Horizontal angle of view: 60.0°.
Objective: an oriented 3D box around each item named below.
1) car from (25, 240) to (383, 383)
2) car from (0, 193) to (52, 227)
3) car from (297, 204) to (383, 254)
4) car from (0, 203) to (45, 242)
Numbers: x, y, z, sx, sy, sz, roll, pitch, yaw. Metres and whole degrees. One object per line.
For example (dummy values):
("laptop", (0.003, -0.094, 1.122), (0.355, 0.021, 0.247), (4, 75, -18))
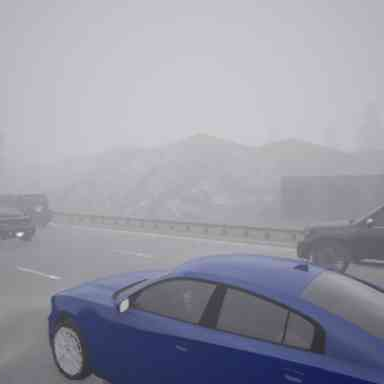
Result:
("car", (0.391, 1.465, 3.719), (5.008, 1.535, 1.882), (1, 0, 35))
("car", (-10.753, 1.068, 20.096), (5.566, 2.045, 2.150), (1, 0, 35))
("car", (5.655, 1.222, 8.564), (5.566, 2.045, 2.150), (1, 0, 35))
("car", (-8.725, 1.389, 14.414), (4.892, 1.490, 1.837), (1, 0, 35))
